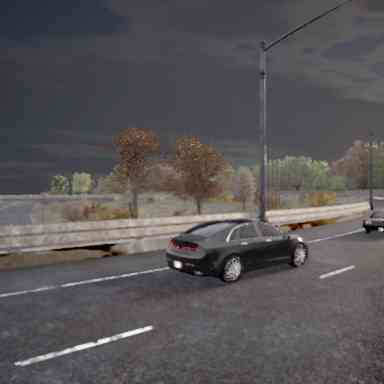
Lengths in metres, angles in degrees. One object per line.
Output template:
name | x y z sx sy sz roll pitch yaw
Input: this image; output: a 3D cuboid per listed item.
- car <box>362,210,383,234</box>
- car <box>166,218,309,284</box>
car | 11.414 1.674 18.974 1.895 1.301 4.718 0 0 43
car | 1.531 1.546 9.793 4.892 1.490 1.837 0 0 -39
